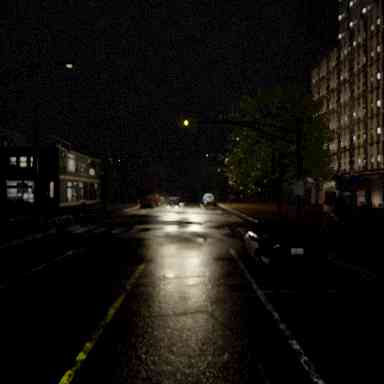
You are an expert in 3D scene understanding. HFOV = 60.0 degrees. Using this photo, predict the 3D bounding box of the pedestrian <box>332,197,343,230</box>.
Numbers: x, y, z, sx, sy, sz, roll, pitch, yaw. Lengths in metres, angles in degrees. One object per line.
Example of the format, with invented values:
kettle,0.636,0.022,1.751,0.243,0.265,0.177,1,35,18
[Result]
pedestrian,7.827,1.134,18.158,0.375,1.860,0.375,0,0,0

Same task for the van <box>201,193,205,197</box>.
van,2.709,1.261,54.168,1.690,1.788,3.998,0,0,0

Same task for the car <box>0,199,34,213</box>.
car,-17.260,1.322,32.072,4.507,1.381,1.887,1,-1,-1

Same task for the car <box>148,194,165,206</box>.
car,-5.673,1.243,48.617,2.192,1.841,5.009,0,0,0

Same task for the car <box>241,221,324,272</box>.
car,2.696,1.550,10.588,1.947,1.339,4.313,0,0,0

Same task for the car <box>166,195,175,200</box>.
car,-5.663,1.423,87.474,2.008,1.369,4.403,0,0,0

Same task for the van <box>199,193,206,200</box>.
van,2.719,1.213,87.474,1.690,1.788,3.998,0,0,0

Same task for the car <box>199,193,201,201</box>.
car,2.711,1.454,65.271,2.008,1.369,4.403,0,0,0

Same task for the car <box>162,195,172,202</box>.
car,-5.666,1.414,76.202,1.752,1.417,4.829,0,0,0

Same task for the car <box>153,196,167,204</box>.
car,-5.671,1.463,59.720,2.008,1.369,4.403,0,0,0

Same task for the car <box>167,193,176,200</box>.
car,-5.661,1.180,93.025,2.192,1.841,5.009,0,0,0

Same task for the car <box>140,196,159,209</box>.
car,-5.675,1.518,43.066,1.802,1.307,4.206,0,0,0

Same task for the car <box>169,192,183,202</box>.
car,-2.982,1.124,68.709,2.150,2.045,5.566,0,0,0

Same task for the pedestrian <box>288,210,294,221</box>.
pedestrian,5.657,1.493,18.757,0.500,1.100,0.500,0,0,0

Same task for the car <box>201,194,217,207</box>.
car,2.707,1.453,48.787,1.752,1.417,4.829,0,0,0

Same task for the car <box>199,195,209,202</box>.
car,2.714,1.454,76.373,1.947,1.339,4.313,0,0,0

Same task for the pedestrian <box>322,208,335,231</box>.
pedestrian,7.041,1.502,17.557,0.500,1.100,0.500,0,0,0

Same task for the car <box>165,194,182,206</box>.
car,-3.053,1.486,53.135,1.994,1.385,4.181,0,0,0
